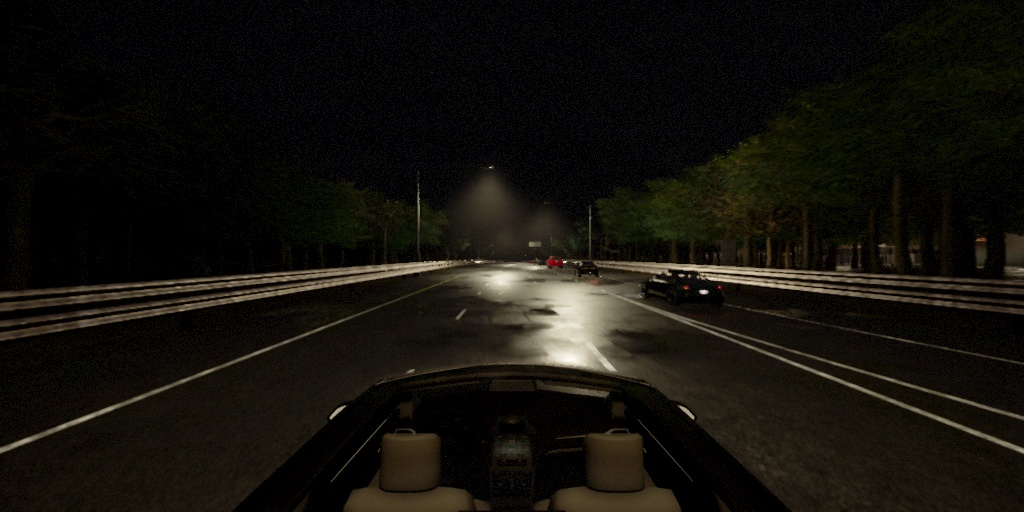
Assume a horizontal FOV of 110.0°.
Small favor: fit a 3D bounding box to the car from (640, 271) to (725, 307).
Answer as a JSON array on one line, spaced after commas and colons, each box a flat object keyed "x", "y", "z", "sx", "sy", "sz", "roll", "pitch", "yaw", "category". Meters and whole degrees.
[{"x": 7.170, "y": 1.319, "z": 15.517, "sx": 1.994, "sy": 1.385, "sz": 4.181, "roll": 0, "pitch": 0, "yaw": -2, "category": "car"}]

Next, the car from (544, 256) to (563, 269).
[{"x": 7.088, "y": 1.067, "z": 59.528, "sx": 2.150, "sy": 2.045, "sz": 5.566, "roll": 0, "pitch": 0, "yaw": 0, "category": "car"}]

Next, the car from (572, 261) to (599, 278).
[{"x": 7.017, "y": 1.258, "z": 34.573, "sx": 1.837, "sy": 1.490, "sz": 4.892, "roll": 0, "pitch": 0, "yaw": 0, "category": "car"}]
